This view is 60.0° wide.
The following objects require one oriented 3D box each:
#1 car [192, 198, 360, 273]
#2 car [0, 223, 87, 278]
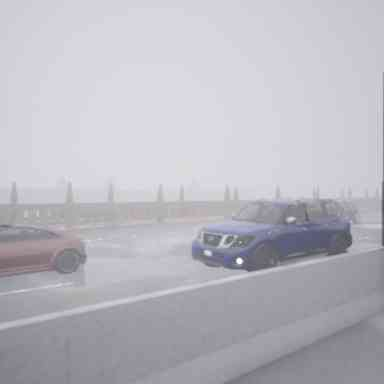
[{"bbox_3d":[2.662,1.224,10.192,5.566,2.045,2.150,0,0,-35],"label":"car"},{"bbox_3d":[-5.046,1.564,8.991,4.181,1.385,1.994,0,0,-35],"label":"car"}]
